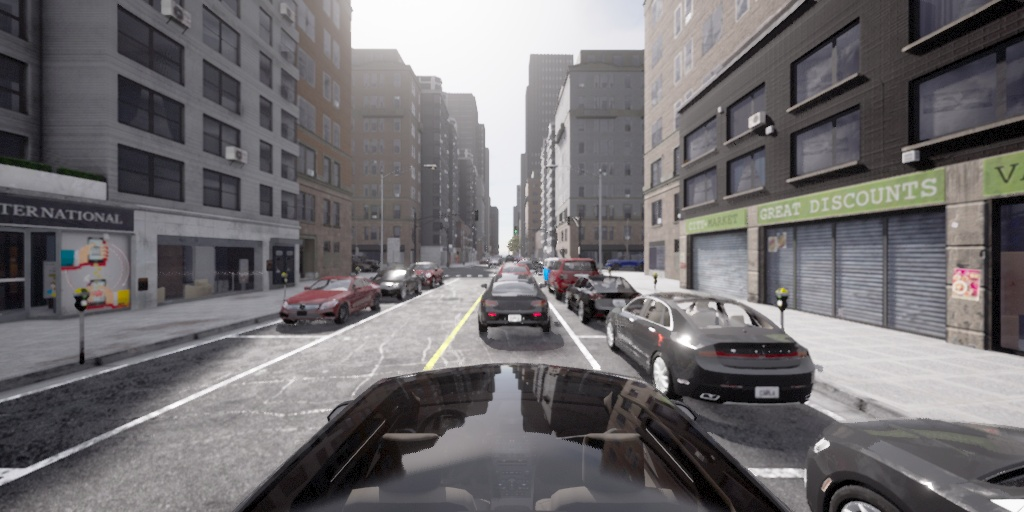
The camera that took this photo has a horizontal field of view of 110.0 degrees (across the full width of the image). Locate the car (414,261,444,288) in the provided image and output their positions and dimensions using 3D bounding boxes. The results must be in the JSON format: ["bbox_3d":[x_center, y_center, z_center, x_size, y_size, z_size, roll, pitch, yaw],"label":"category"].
[{"bbox_3d":[-5.622,1.126,22.791,1.967,1.591,4.097,0,0,0],"label":"car"}]

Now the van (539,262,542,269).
[{"bbox_3d":[2.904,1.026,22.778,1.690,1.789,3.998,0,0,0],"label":"van"}]

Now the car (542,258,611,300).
[{"bbox_3d":[2.892,1.017,17.254,2.192,1.841,5.009,0,0,0],"label":"car"}]

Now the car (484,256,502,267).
[{"bbox_3d":[-3.108,1.136,61.308,2.033,1.411,5.357,0,0,-1],"label":"car"}]

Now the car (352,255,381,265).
[{"bbox_3d":[-18.531,0.865,42.740,5.566,2.045,2.150,0,0,0],"label":"car"}]

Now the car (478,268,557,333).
[{"bbox_3d":[0.049,1.249,10.514,1.812,1.442,4.674,0,0,0],"label":"car"}]

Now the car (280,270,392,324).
[{"bbox_3d":[-5.646,1.301,11.741,1.802,1.307,4.207,0,0,0],"label":"car"}]

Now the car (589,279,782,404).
[{"bbox_3d":[2.868,1.287,6.207,2.007,1.370,4.403,0,0,0],"label":"car"}]

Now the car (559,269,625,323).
[{"bbox_3d":[2.880,1.285,11.730,1.948,1.339,4.313,0,0,0],"label":"car"}]

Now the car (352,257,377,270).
[{"bbox_3d":[-17.903,1.153,39.494,4.892,1.490,1.837,0,0,0],"label":"car"}]

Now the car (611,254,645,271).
[{"bbox_3d":[14.927,0.824,46.282,5.566,2.045,2.150,0,0,2],"label":"car"}]

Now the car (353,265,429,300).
[{"bbox_3d":[-5.634,1.268,17.266,1.948,1.339,4.313,0,0,0],"label":"car"}]

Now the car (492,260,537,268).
[{"bbox_3d":[0.136,1.174,19.333,1.882,1.535,5.008,0,0,0],"label":"car"}]

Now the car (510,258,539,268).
[{"bbox_3d":[1.919,1.142,36.275,1.837,1.490,4.892,-2,0,27],"label":"car"}]

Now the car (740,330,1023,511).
[{"bbox_3d":[2.856,1.304,0.683,2.007,1.370,4.403,0,0,0],"label":"car"}]
